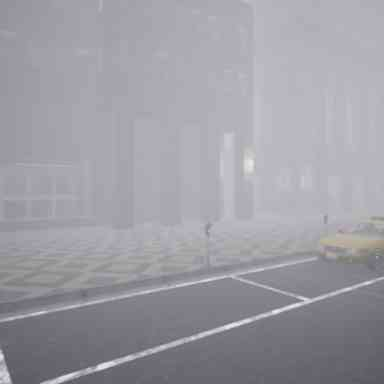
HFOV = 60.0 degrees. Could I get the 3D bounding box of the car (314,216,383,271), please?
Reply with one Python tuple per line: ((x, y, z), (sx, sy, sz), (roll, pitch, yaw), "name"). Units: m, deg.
((5.943, 1.508, 10.879), (4.829, 1.417, 1.752), (0, 0, -35), "car")
